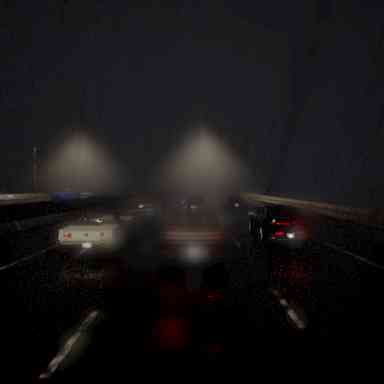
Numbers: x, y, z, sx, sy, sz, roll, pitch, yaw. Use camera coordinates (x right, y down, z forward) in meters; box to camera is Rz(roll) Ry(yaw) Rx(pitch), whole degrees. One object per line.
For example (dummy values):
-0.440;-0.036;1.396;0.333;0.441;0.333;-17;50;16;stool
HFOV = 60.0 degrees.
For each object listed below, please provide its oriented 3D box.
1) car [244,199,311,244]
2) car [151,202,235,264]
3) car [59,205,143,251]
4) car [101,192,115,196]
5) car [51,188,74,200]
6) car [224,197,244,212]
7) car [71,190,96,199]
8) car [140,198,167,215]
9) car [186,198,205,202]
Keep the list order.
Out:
3.655;1.282;14.541;1.837;1.490;4.892;0;1;1;car
0.101;1.319;11.095;2.128;1.511;4.902;0;1;1;car
-3.368;1.398;13.018;1.895;1.301;4.718;0;1;1;car
-13.214;0.757;52.603;1.812;1.442;4.674;0;1;2;car
-20.213;0.451;52.585;2.150;2.045;5.566;0;1;2;car
3.874;1.115;29.873;1.994;1.385;4.181;0;1;1;car
-16.713;0.721;52.583;2.128;1.511;4.902;0;1;2;car
-3.174;1.178;27.980;1.895;1.301;4.718;0;1;1;car
0.269;1.159;25.661;2.033;1.411;5.357;0;1;2;car
